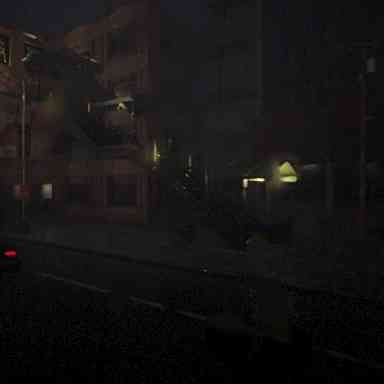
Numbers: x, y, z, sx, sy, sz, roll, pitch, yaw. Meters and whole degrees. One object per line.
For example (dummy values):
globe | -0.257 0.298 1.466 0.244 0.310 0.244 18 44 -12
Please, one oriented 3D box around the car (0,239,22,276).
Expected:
car | -6.581 1.471 8.687 5.357 1.411 2.033 1 0 36
